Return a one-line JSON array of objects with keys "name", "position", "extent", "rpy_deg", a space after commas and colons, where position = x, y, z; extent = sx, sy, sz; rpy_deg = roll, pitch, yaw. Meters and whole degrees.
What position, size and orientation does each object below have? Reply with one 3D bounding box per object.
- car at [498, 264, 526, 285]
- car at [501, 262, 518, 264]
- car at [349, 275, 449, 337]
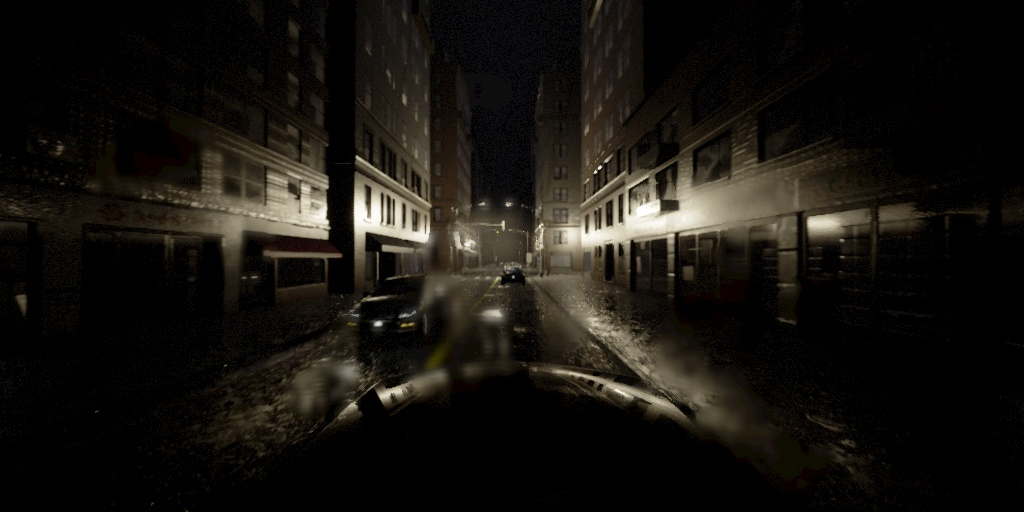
[{"name": "car", "position": [0.095, 1.614, 29.766], "extent": [1.994, 1.385, 4.181], "rpy_deg": [0, -1, 0]}, {"name": "car", "position": [0.087, 1.542, 43.460], "extent": [2.097, 1.767, 4.553], "rpy_deg": [0, -1, 0]}, {"name": "car", "position": [-3.100, 1.355, 10.733], "extent": [1.837, 1.490, 4.892], "rpy_deg": [0, -1, 0]}]
